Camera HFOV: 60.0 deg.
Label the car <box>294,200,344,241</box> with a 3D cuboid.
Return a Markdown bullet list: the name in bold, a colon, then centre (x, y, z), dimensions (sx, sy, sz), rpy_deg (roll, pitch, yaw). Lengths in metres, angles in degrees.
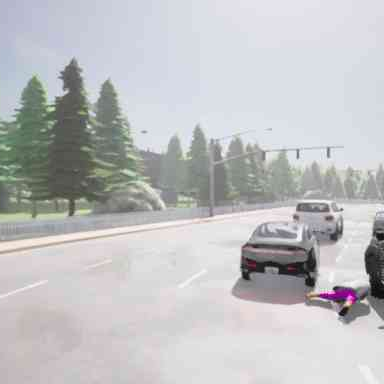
- **car**: centre (7.126, 1.463, 18.661), dimensions (2.150, 2.045, 5.566), rpy_deg (0, -1, 29)

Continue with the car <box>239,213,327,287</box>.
- **car**: centre (2.752, 1.616, 9.887), dimensions (2.128, 1.511, 4.902), rpy_deg (0, -1, 22)

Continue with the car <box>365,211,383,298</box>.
- **car**: centre (4.629, 1.300, 5.536), dimensions (2.150, 2.045, 5.566), rpy_deg (0, -1, 15)

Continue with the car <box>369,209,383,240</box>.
- **car**: centre (11.620, 1.819, 19.579), dimensions (2.033, 1.411, 5.357), rpy_deg (0, -1, 29)
